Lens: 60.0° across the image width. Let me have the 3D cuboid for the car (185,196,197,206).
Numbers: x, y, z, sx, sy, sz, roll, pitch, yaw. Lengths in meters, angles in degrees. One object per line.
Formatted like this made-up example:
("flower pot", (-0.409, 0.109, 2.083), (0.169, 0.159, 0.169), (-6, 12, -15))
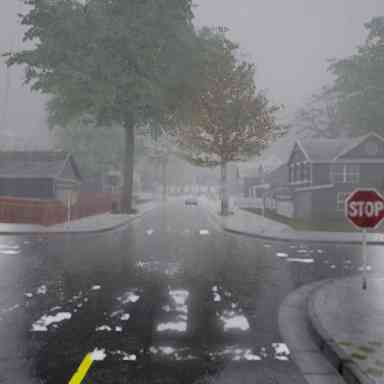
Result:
("car", (-0.108, 1.559, 56.290), (1.994, 1.385, 4.181), (0, 0, 0))

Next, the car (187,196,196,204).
("car", (-0.128, 1.518, 66.296), (1.812, 1.442, 4.674), (0, 0, 0))
